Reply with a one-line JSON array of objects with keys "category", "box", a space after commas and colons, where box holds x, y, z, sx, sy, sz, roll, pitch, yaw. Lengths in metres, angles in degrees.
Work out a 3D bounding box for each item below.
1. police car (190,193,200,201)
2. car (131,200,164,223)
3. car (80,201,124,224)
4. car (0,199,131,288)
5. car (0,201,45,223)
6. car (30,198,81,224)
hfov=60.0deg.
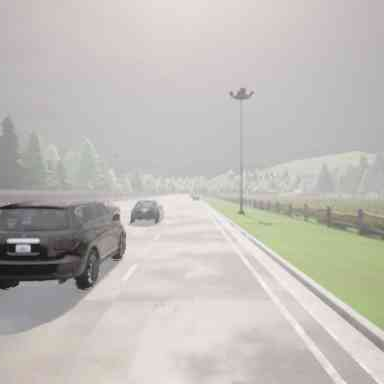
[{"category": "police car", "box": [1.064, 1.530, 88.011, 1.930, 1.638, 5.238, 0, 0, 0]}, {"category": "car", "box": [-3.396, 1.383, 25.833, 2.097, 1.767, 4.553, 0, 0, 0]}, {"category": "car", "box": [-6.895, 1.523, 26.086, 2.128, 1.511, 4.902, 0, 0, 0]}, {"category": "car", "box": [-3.398, 1.233, 9.381, 2.150, 2.045, 5.566, 0, 0, 0]}, {"category": "car", "box": [-13.909, 1.559, 27.137, 1.812, 1.442, 4.674, 0, 0, 0]}, {"category": "car", "box": [-10.395, 1.383, 25.842, 2.097, 1.767, 4.553, 0, 0, 0]}]
